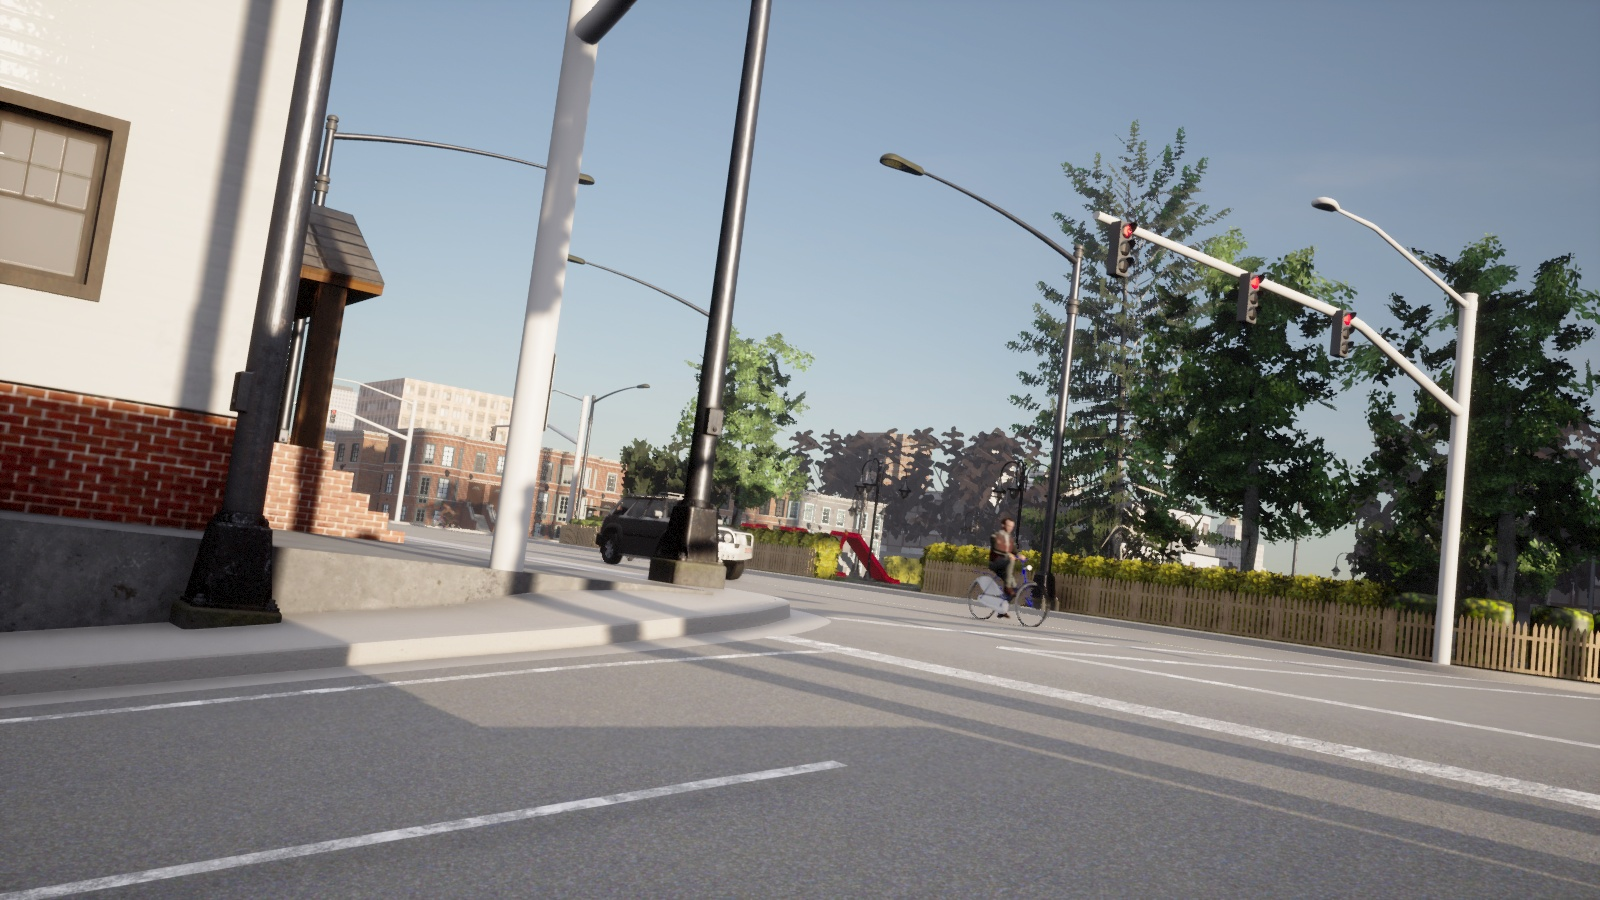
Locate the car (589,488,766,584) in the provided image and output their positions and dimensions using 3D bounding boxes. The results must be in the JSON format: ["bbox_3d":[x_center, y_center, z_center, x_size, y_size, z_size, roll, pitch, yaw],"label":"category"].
[{"bbox_3d":[-3.011,2.003,29.951,1.932,1.855,4.605,10,-6,-35],"label":"car"}]

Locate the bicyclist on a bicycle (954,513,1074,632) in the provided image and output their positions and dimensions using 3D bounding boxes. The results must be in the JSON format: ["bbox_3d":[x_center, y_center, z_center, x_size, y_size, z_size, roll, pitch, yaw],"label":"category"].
[{"bbox_3d":[3.514,1.997,20.754,0.659,1.776,1.843,10,-6,-35],"label":"bicyclist on a bicycle"}]
